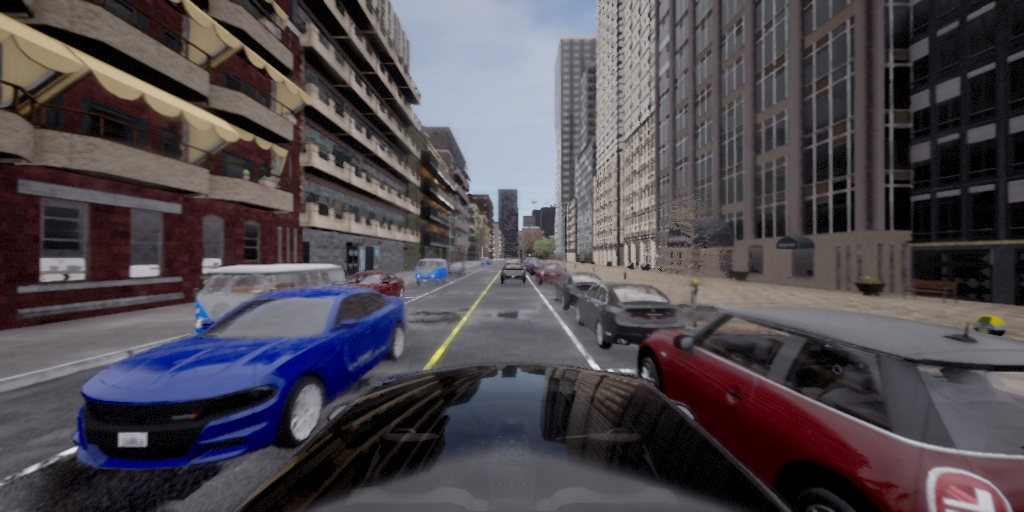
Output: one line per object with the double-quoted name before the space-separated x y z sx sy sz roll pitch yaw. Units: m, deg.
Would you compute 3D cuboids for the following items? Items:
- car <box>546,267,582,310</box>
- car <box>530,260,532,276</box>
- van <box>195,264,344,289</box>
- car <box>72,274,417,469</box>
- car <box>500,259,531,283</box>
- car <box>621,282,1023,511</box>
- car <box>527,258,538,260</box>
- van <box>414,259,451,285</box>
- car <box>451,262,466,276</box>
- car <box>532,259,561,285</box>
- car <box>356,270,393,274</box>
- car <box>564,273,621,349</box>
"car" 2.689 1.300 14.478 2.007 1.370 4.403 0 0 0
"car" 2.684 1.321 36.568 1.948 1.339 4.313 0 0 0
"van" -5.691 1.090 8.953 1.690 1.789 3.998 0 0 0
"car" -3.097 1.227 5.425 1.882 1.535 5.008 0 0 0
"car" 0.094 1.242 27.665 2.128 1.511 4.902 0 0 0
"car" 2.691 1.190 3.431 1.967 1.591 4.097 0 0 0
"car" 2.683 1.304 42.090 1.888 1.381 4.507 0 0 0
"van" -5.695 1.091 25.521 1.690 1.789 3.998 0 0 0
"car" -5.697 1.305 36.566 2.007 1.370 4.403 0 0 0
"car" 2.686 1.190 25.521 1.967 1.591 4.097 0 0 0
"car" -5.693 1.294 14.476 1.888 1.381 4.507 0 0 0
"car" 2.690 1.300 8.954 2.007 1.370 4.403 0 0 0
